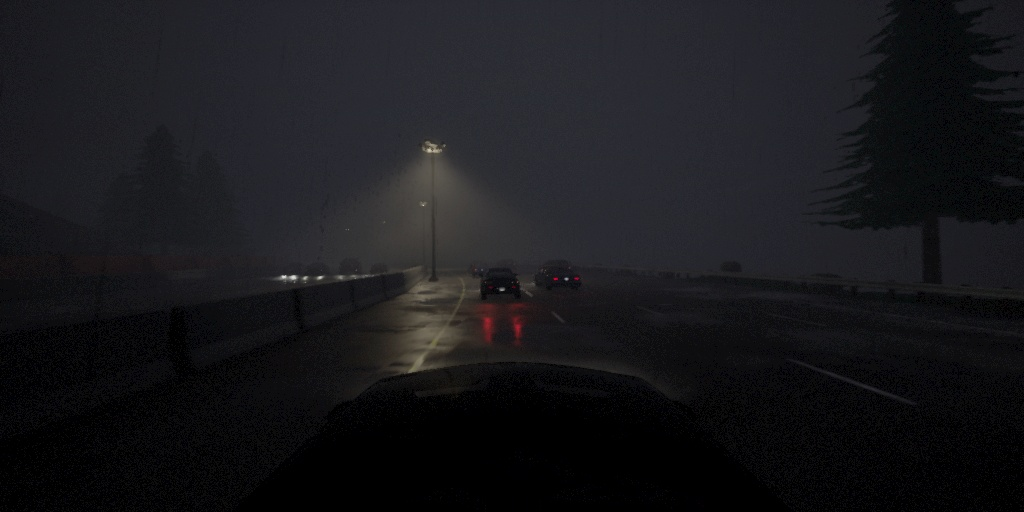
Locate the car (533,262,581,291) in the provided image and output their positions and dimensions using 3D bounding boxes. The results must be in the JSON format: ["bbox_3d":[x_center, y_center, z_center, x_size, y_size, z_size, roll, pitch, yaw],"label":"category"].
[{"bbox_3d":[2.646,1.316,22.147,2.033,1.411,5.357,-1,0,-8],"label":"car"}]

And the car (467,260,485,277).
[{"bbox_3d":[-3.518,1.422,37.582,2.033,1.411,5.357,-1,0,-14],"label":"car"}]

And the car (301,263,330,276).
[{"bbox_3d":[-23.522,1.593,43.472,1.882,1.535,5.008,-1,0,-16],"label":"car"}]

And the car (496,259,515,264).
[{"bbox_3d":[-1.057,1.238,54.382,2.097,1.767,4.553,-1,0,-18],"label":"car"}]

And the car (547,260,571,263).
[{"bbox_3d":[4.033,1.133,34.269,2.097,1.767,4.553,-1,0,-11],"label":"car"}]

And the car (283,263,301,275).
[{"bbox_3d":[-28.095,1.665,46.495,2.128,1.511,4.902,-1,0,-17],"label":"car"}]

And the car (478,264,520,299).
[{"bbox_3d":[-0.684,1.323,18.419,1.812,1.442,4.674,0,0,-6],"label":"car"}]

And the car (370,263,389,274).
[{"bbox_3d":[-17.050,1.612,46.285,1.994,1.385,4.181,-1,0,-16],"label":"car"}]

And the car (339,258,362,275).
[{"bbox_3d":[-20.564,1.306,45.894,2.150,2.045,5.566,-1,0,-16],"label":"car"}]
